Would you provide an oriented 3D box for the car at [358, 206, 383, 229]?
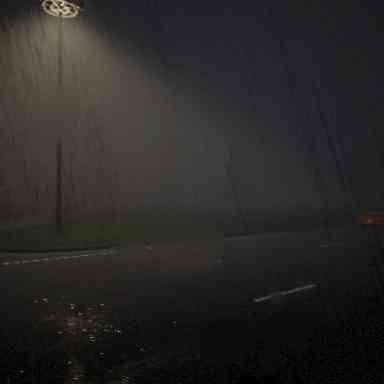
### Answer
[{"bbox_3d":[12.688,1.620,21.405,5.008,1.535,1.882,1,0,-36],"label":"car"}]

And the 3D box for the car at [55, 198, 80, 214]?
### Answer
[{"bbox_3d":[-13.614,1.416,36.637,2.097,1.767,4.553,0,0,-13],"label":"car"}]
